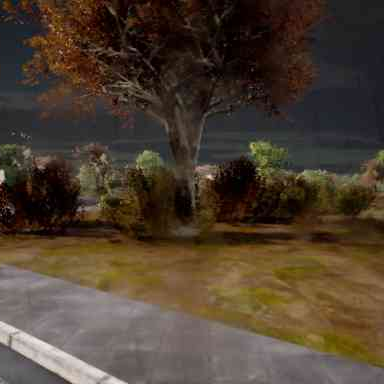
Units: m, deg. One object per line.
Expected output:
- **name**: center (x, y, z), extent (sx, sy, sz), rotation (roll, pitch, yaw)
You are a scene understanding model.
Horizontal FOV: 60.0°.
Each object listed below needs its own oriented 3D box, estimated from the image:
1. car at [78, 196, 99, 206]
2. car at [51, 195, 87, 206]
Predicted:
- **car**: center (-16.017, 1.352, 49.671), extent (2.033, 1.411, 5.357), rotation (0, 0, 34)
- **car**: center (-18.986, 1.262, 51.512), extent (1.882, 1.535, 5.008), rotation (0, 0, 34)
